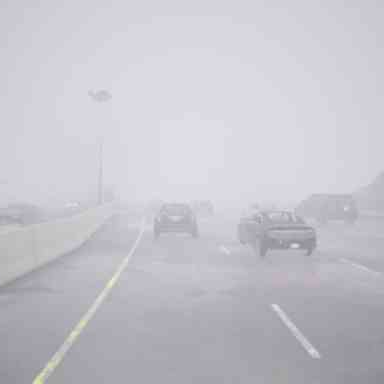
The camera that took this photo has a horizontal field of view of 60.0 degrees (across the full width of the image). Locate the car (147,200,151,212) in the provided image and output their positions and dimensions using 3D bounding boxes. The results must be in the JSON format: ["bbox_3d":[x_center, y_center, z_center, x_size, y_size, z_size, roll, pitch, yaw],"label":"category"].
[{"bbox_3d":[-3.868,1.437,36.813,2.033,1.411,5.357,0,0,-12],"label":"car"}]

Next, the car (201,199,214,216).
[{"bbox_3d":[0.719,1.389,31.296,2.128,1.511,4.902,0,0,-9],"label":"car"}]

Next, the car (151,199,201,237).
[{"bbox_3d":[-0.961,1.297,17.749,2.097,1.767,4.553,0,0,-6],"label":"car"}]

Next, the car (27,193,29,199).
[{"bbox_3d":[-31.323,1.073,65.545,2.150,2.045,5.566,0,0,-23],"label":"car"}]

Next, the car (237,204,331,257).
[{"bbox_3d":[3.006,1.444,12.694,2.128,1.511,4.902,0,0,-4],"label":"car"}]

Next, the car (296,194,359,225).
[{"bbox_3d":[9.063,1.130,22.881,2.150,2.045,5.566,0,0,-7],"label":"car"}]

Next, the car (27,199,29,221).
[{"bbox_3d":[-12.452,1.495,23.987,2.033,1.411,5.357,0,0,-8],"label":"car"}]
